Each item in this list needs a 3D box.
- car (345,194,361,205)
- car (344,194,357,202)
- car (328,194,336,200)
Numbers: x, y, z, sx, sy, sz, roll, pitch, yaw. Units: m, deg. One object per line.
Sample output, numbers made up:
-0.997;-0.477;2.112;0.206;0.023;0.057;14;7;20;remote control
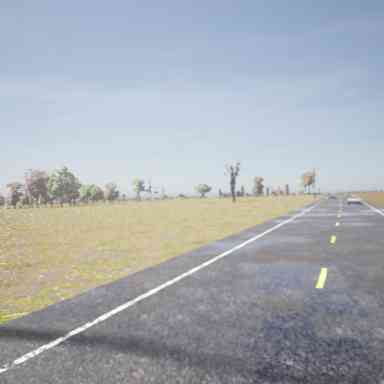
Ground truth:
24.791;1.268;50.969;1.895;1.301;4.718;-2;0;24;car
31.705;1.129;66.755;2.128;1.511;4.902;-2;0;24;car
34.594;1.182;82.075;2.033;1.411;5.357;-2;0;23;car
